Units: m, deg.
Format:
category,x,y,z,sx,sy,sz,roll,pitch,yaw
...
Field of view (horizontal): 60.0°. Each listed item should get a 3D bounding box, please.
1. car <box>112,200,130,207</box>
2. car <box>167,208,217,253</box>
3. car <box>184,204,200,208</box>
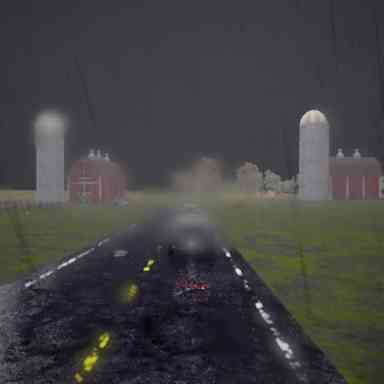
category,x,y,z,sx,sy,sz,roll,pitch,yaw
car,-14.232,2.300,66.471,2.128,1.511,4.902,0,-1,-38
car,0.001,1.648,14.302,1.837,1.490,4.892,0,0,0
car,-0.003,1.806,29.307,1.837,1.490,4.892,0,0,0
